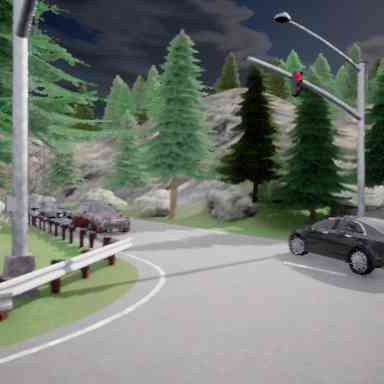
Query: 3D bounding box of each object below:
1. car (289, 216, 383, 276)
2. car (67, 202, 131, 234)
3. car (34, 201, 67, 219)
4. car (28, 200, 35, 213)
[{"bbox_3d":[5.002,1.526,10.591,1.837,1.490,4.892,3,-1,-16],"label":"car"},{"bbox_3d":[-5.233,1.377,18.882,2.097,1.767,4.553,0,0,-36],"label":"car"},{"bbox_3d":[-11.101,1.588,26.982,1.994,1.385,4.181,0,0,-35],"label":"car"},{"bbox_3d":[-17.350,1.571,35.270,5.357,1.411,2.033,0,0,44],"label":"car"}]
